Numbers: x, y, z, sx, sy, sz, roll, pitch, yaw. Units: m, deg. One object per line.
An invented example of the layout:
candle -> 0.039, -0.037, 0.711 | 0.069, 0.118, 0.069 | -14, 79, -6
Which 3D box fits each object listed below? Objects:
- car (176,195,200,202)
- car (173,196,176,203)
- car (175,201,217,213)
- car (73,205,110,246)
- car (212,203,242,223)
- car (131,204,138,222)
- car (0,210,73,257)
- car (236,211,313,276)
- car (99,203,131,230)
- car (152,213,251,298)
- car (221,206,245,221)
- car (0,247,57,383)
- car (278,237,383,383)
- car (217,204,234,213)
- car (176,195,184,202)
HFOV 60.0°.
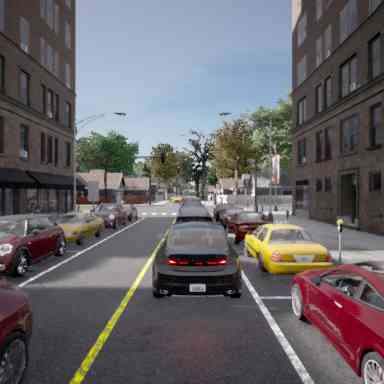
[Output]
car -> 0.022, 1.363, 27.034 | 2.097, 1.767, 4.553 | 0, 0, 0
car -> -2.978, 1.539, 68.619 | 1.882, 1.535, 5.008 | 0, 0, 0
car -> 0.113, 1.483, 17.979 | 1.882, 1.535, 5.008 | 0, 0, 0
car -> -5.378, 1.530, 15.328 | 1.752, 1.417, 4.829 | 0, 0, 0
car -> 2.658, 1.576, 26.531 | 1.947, 1.339, 4.313 | 0, 0, 0
car -> -5.368, 1.592, 26.536 | 1.802, 1.307, 4.206 | 0, 0, 0
car -> -5.382, 1.442, 9.980 | 1.967, 1.590, 4.097 | 0, 0, 0
car -> 2.643, 1.527, 10.146 | 1.752, 1.417, 4.829 | 0, 0, 0
car -> -5.373, 1.448, 21.017 | 1.967, 1.590, 4.097 | 0, 0, 0
car -> 0.108, 1.506, 8.495 | 1.837, 1.490, 4.892 | 0, 0, 0
car -> 2.648, 1.549, 15.494 | 1.887, 1.381, 4.507 | 0, 0, 0
car -> -2.850, 1.525, 2.349 | 1.812, 1.442, 4.674 | 0, 0, 0
car -> 2.638, 1.582, 4.457 | 1.802, 1.307, 4.206 | 0, 0, 0
car -> 2.653, 1.589, 21.012 | 1.802, 1.307, 4.206 | 0, 0, 0
car -> -3.001, 1.612, 83.730 | 1.812, 1.442, 4.674 | 0, 0, 0
